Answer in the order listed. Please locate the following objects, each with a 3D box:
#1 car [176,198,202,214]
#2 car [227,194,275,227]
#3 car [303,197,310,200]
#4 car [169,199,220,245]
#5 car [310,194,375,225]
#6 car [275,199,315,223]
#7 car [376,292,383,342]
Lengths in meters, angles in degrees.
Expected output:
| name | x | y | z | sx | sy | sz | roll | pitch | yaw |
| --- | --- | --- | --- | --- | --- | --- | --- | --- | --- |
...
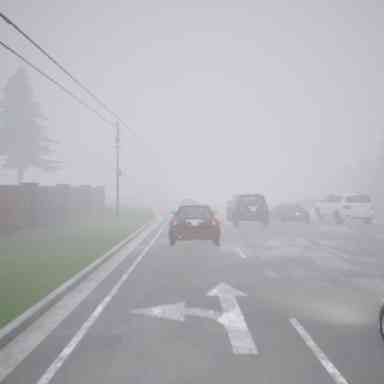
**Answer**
| name | x | y | z | sx | sy | sz | roll | pitch | yaw |
| --- | --- | --- | --- | --- | --- | --- | --- | --- | --- |
| car | -0.434 | 1.393 | 34.470 | 2.033 | 1.411 | 5.357 | 0 | 0 | -7 |
| car | 3.611 | 1.123 | 22.213 | 2.150 | 2.045 | 5.566 | 0 | 0 | 0 |
| car | 14.119 | 1.315 | 39.895 | 2.128 | 1.511 | 4.902 | 0 | 0 | 0 |
| car | 0.106 | 1.284 | 15.352 | 2.097 | 1.767 | 4.553 | 0 | 0 | 0 |
| car | 10.612 | 1.117 | 23.502 | 2.150 | 2.045 | 5.566 | 0 | 0 | 0 |
| car | 7.112 | 1.455 | 24.492 | 1.994 | 1.385 | 4.181 | 0 | 0 | 0 |
| car | 3.602 | 1.512 | 2.931 | 1.812 | 1.442 | 4.674 | 0 | 0 | 0 |
